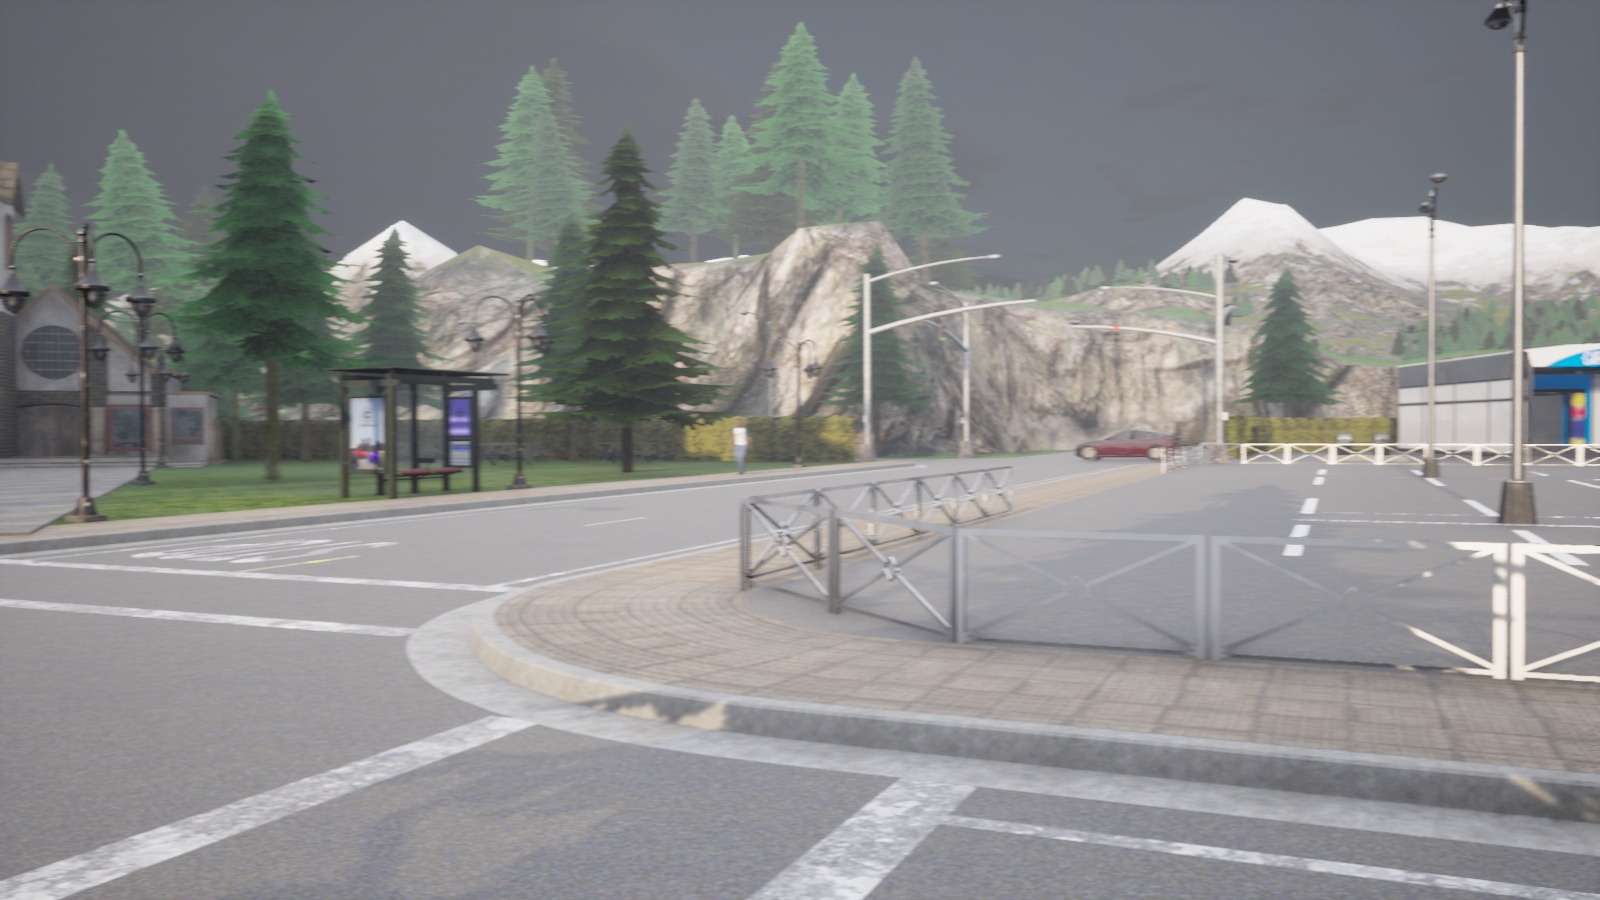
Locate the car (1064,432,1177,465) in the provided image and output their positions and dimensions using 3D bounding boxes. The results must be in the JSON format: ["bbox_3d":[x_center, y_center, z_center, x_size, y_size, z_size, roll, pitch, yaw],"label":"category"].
[{"bbox_3d":[14.918,-0.101,58.447,4.792,1.488,2.163,1,1,24],"label":"car"}]

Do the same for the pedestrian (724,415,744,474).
[{"bbox_3d":[-2.046,-0.172,39.026,0.354,1.836,0.706,1,1,20],"label":"pedestrian"}]
